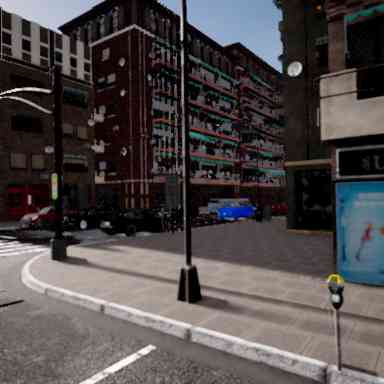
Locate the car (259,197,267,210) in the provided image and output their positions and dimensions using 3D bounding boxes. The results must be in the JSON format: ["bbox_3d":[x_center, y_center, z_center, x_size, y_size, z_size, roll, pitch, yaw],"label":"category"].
[{"bbox_3d":[10.176,1.761,50.614,2.192,1.841,5.009,-2,-1,36],"label":"car"}]

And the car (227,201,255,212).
[{"bbox_3d":[6.853,1.965,46.058,2.008,1.369,4.403,-2,-1,36],"label":"car"}]

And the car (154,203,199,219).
[{"bbox_3d":[-1.254,1.752,30.575,2.128,1.511,4.902,-2,-1,36],"label":"car"}]

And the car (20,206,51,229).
[{"bbox_3d":[-9.787,1.699,23.305,1.967,1.590,4.097,-2,-1,36],"label":"car"}]

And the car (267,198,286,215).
[{"bbox_3d":[10.284,1.636,36.562,1.967,1.590,4.097,-2,-2,36],"label":"car"}]

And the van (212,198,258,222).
[{"bbox_3d":[3.626,1.474,27.461,1.690,1.788,3.998,-2,-2,36],"label":"van"}]

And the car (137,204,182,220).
[{"bbox_3d":[-3.130,1.887,32.405,1.947,1.339,4.313,-2,-1,36],"label":"car"}]

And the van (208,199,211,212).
[{"bbox_3d":[3.521,1.724,41.512,1.690,1.788,3.998,-2,-1,36],"label":"van"}]

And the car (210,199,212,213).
[{"bbox_3d":[4.645,1.807,38.632,2.128,1.511,4.902,-2,-1,36],"label":"car"}]

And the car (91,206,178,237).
[{"bbox_3d":[-3.024,1.637,18.354,1.947,1.339,4.313,-2,-2,36],"label":"car"}]

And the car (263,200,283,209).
[{"bbox_3d":[13.508,2.059,55.159,1.802,1.307,4.206,-2,-1,36],"label":"car"}]

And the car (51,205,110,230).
[{"bbox_3d":[-6.810,1.714,22.983,1.837,1.490,4.892,-2,-1,36],"label":"car"}]

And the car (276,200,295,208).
[{"bbox_3d":[16.836,2.074,59.711,1.947,1.339,4.313,-2,-1,36],"label":"car"}]
